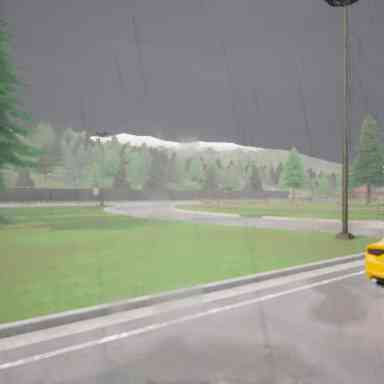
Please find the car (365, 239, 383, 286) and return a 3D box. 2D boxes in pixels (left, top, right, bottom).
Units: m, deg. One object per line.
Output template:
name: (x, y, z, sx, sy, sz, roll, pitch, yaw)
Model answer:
car: (6.306, 1.521, 8.284, 5.008, 1.535, 1.882, 0, 0, -35)
